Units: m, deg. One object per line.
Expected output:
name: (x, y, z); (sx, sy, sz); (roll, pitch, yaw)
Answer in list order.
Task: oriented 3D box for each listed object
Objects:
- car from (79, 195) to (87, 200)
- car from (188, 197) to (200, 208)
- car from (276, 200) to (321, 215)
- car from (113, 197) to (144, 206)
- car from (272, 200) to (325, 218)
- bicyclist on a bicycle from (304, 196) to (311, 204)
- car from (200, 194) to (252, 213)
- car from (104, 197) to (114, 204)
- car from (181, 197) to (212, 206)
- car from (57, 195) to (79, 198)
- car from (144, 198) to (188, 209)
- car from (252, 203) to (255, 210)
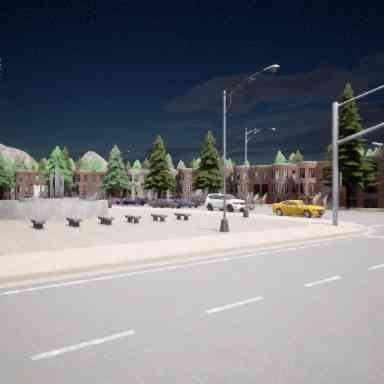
car: (-22.504, 1.375, 64.013); (4.553, 1.767, 2.097); (0, 0, 7)
car: (-1.214, 1.576, 48.415); (5.357, 1.411, 2.033); (0, 0, 37)
car: (11.100, 1.594, 34.853); (1.994, 1.385, 4.181); (0, 0, -37)
car: (-9.783, 1.626, 53.499); (4.718, 1.301, 1.895); (0, 0, 24)
car: (9.781, 1.504, 30.781); (1.882, 1.535, 5.008); (0, 0, -37)
bicyclist on a bicycle: (16.216, 1.345, 46.616); (1.656, 1.620, 0.582); (0, 0, -37)
car: (3.859, 1.248, 38.650); (2.150, 2.045, 5.566); (0, 0, -39)
car: (-14.034, 1.589, 58.846); (4.181, 1.385, 1.994); (0, 0, 18)
car: (0.738, 1.539, 55.748); (4.892, 1.490, 1.837); (0, -1, 35)
car: (-23.770, 1.523, 60.719); (4.892, 1.490, 1.837); (0, 0, 5)
car: (-3.632, 1.573, 45.877); (5.357, 1.411, 2.033); (0, 0, 36)
car: (5.719, 1.556, 41.743); (1.812, 1.442, 4.674); (0, 0, -41)
